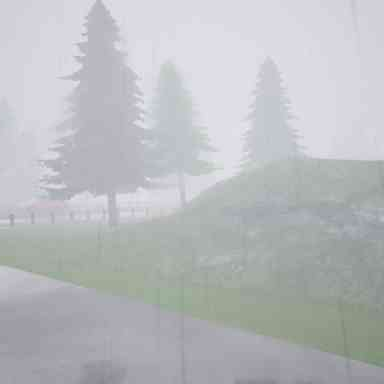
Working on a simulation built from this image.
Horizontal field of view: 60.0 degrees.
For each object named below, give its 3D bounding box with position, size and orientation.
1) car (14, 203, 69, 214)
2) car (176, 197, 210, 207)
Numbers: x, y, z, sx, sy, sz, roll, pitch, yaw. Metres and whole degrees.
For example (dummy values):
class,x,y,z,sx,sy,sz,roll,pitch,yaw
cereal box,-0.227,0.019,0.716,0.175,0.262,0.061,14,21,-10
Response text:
class,x,y,z,sx,sy,sz,roll,pitch,yaw
car,-14.067,1.236,31.254,2.097,1.767,4.553,0,0,44
car,0.149,1.396,43.457,4.902,1.511,2.128,0,0,-34
